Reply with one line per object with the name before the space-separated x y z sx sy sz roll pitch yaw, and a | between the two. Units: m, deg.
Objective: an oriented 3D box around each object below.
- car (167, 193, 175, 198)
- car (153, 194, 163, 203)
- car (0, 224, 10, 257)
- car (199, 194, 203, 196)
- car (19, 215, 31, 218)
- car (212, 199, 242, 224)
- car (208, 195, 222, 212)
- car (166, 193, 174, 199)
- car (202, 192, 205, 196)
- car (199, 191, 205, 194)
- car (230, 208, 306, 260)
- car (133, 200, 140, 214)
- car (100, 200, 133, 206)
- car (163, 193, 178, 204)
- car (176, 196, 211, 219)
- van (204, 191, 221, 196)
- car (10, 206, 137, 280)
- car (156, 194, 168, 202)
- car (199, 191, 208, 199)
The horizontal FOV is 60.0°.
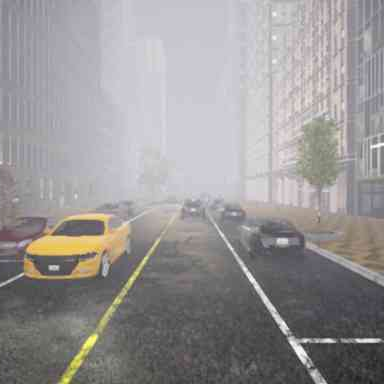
car | -5.659 0.909 91.684 1.947 1.339 4.313 0 0 0
car | -5.670 1.134 57.359 1.752 1.417 4.829 0 0 0
car | -5.686 1.504 6.296 1.887 1.381 4.507 0 0 0
car | 0.104 1.280 42.680 1.994 1.385 4.181 0 0 0
car | -5.684 1.505 11.990 1.802 1.307 4.206 0 0 0
car | 2.700 1.415 23.363 1.947 1.339 4.313 0 0 0
car | 2.704 1.338 34.747 1.947 1.339 4.313 0 0 0
car | -5.661 0.940 85.991 2.008 1.369 4.403 0 0 0
car | 2.708 1.132 46.131 1.967 1.590 4.097 0 0 0
car | 2.716 0.837 68.898 2.192 1.841 5.009 0 0 0
car | 2.696 1.489 11.979 1.947 1.339 4.313 0 0 0
car | -5.679 1.377 29.067 1.947 1.339 4.313 0 0 0
car | -5.680 1.393 23.374 1.887 1.381 4.507 0 0 0
car | -3.057 1.210 52.339 1.994 1.385 4.181 0 0 0
car | 0.109 1.329 26.890 2.163 1.488 4.792 0 0 0
van | 2.706 1.073 40.440 1.690 1.788 3.998 0 0 0
car | -3.098 1.414 9.964 1.882 1.535 5.008 0 0 0
car | -5.668 1.115 63.222 2.008 1.369 4.403 0 0 0
car | 2.719 0.749 80.283 2.192 1.841 5.009 0 0 0
